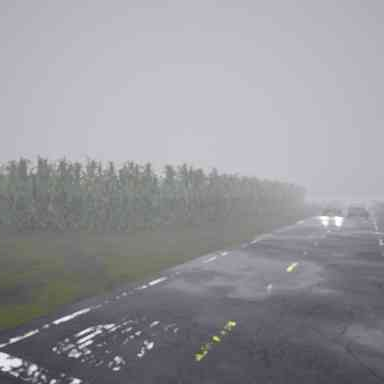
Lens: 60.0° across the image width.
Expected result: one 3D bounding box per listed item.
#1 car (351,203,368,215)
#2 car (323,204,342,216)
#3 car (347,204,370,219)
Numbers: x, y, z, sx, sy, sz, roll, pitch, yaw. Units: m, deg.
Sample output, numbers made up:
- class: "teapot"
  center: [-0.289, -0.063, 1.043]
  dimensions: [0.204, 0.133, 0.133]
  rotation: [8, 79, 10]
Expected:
- class: "car"
  center: [21.655, 2.150, 43.024]
  dimensions: [1.895, 1.301, 4.718]
  rotation: [0, -1, 28]
- class: "car"
  center: [16.781, 2.091, 39.628]
  dimensions: [1.895, 1.301, 4.718]
  rotation: [0, -1, 28]
- class: "car"
  center: [16.866, 1.921, 33.736]
  dimensions: [2.128, 1.511, 4.902]
  rotation: [0, -1, 28]
